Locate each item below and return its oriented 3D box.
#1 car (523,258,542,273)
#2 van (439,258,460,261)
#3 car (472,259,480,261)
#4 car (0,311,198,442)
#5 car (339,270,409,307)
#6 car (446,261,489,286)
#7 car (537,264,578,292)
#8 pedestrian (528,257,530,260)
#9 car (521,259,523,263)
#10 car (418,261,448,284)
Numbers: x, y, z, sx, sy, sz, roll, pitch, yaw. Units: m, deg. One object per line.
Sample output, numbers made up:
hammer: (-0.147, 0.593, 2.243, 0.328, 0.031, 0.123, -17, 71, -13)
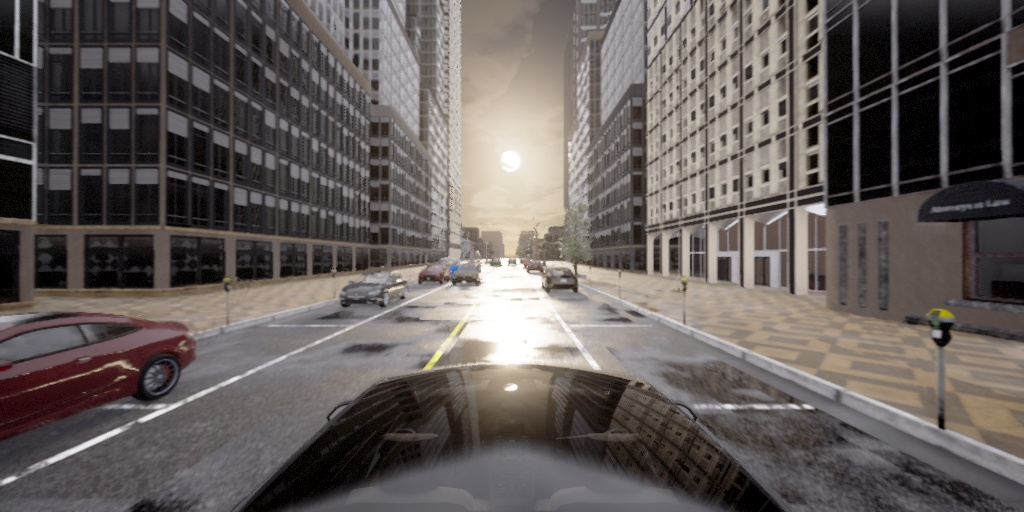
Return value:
car: (2.731, 1.190, 43.671, 1.967, 1.591, 4.097, 0, 0, 0)
van: (-5.660, 1.094, 32.309, 1.690, 1.789, 3.998, 0, 0, 0)
car: (-5.639, 1.187, 55.077, 1.967, 1.591, 4.097, 0, 0, 0)
car: (-5.687, 1.333, 3.846, 1.802, 1.307, 4.207, 0, 0, 0)
car: (-5.677, 1.303, 15.232, 2.007, 1.370, 4.403, 0, 0, 0)
car: (-3.077, 1.301, 25.737, 2.033, 1.411, 5.357, 0, 0, 0)
car: (2.709, 1.318, 20.904, 1.948, 1.339, 4.313, 0, 0, 0)
pedestrian: (3.061, 1.036, 64.787, 0.375, 1.860, 0.375, 0, 0, -2)
car: (3.058, 1.094, 61.975, 2.097, 1.767, 4.553, 0, 0, 0)
car: (-5.666, 1.298, 26.617, 1.888, 1.381, 4.507, 0, 0, 0)
